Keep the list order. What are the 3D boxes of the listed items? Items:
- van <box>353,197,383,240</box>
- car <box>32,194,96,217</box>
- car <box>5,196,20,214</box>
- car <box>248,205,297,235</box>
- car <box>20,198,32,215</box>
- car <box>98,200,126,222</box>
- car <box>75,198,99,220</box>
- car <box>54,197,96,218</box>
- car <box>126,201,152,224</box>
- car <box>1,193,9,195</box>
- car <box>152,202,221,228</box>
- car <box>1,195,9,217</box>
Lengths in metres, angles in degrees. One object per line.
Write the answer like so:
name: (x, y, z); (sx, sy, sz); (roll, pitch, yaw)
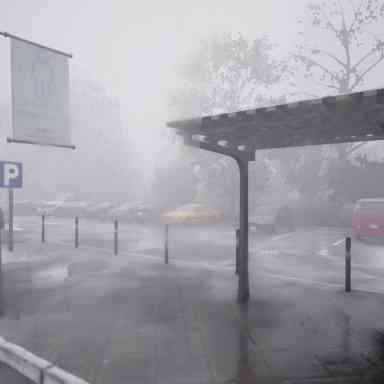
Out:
van: (9.205, 1.264, 16.289); (1.878, 1.987, 4.442); (0, 0, 36)
car: (-11.208, 1.211, 30.688); (2.435, 2.045, 5.566); (0, 0, 36)
car: (-15.713, 1.453, 33.934); (2.097, 1.535, 5.008); (0, 0, 36)
car: (4.604, 1.513, 19.396); (2.163, 1.488, 4.792); (0, 0, 36)
car: (-13.453, 1.460, 32.319); (2.231, 1.521, 4.892); (0, 0, 36)
car: (-4.411, 1.472, 25.877); (2.231, 1.521, 4.892); (0, 0, 36)
car: (-6.670, 1.468, 27.489); (2.097, 1.535, 5.008); (0, 0, 36)
car: (-8.930, 1.465, 29.102); (2.097, 1.535, 5.008); (0, 0, 36)
car: (-2.139, 1.504, 24.283); (2.163, 1.488, 4.792); (0, 0, 36)
car: (-24.764, 1.151, 40.369); (2.435, 2.045, 5.566); (0, 0, 36)
car: (-0.006, 1.474, 22.495); (1.946, 1.575, 5.366); (0, 0, 36)
car: (-17.863, 1.442, 35.702); (1.946, 1.575, 5.366); (0, 0, 36)
